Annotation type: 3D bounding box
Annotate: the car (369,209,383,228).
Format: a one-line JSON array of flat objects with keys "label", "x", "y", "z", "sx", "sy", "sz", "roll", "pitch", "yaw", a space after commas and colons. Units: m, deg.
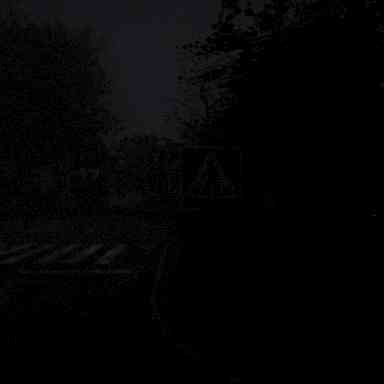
[{"label": "car", "x": 12.348, "y": 1.481, "z": 17.960, "sx": 4.892, "sy": 1.490, "sz": 1.837, "roll": 0, "pitch": -1, "yaw": 24}]
